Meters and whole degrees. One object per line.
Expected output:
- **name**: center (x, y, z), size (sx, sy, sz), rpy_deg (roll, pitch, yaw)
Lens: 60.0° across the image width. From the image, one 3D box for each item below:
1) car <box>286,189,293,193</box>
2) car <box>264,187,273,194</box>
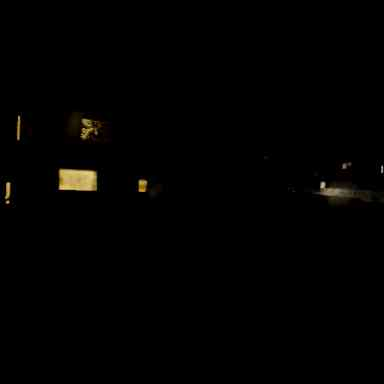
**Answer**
- **car**: center (15.030, 0.092, 51.906), size (2.128, 1.511, 4.902), rpy_deg (1, 2, -3)
- **car**: center (14.349, -0.209, 63.098), size (2.033, 1.411, 5.357), rpy_deg (1, 2, -3)
